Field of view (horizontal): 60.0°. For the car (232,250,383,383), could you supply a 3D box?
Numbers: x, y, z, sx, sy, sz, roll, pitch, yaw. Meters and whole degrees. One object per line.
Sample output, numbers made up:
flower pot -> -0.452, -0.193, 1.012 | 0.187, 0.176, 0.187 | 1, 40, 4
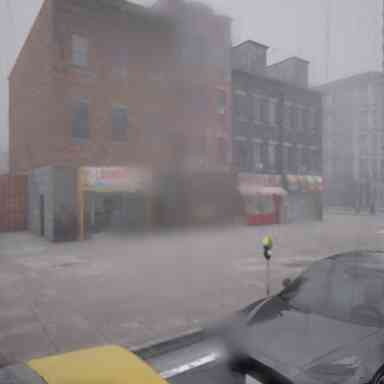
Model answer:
car -> 2.425, 1.572, 4.542 | 4.313, 1.339, 1.947 | 0, 0, -36

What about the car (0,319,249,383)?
car -> -2.152, 1.524, 1.276 | 4.829, 1.417, 1.752 | 0, 0, -36
